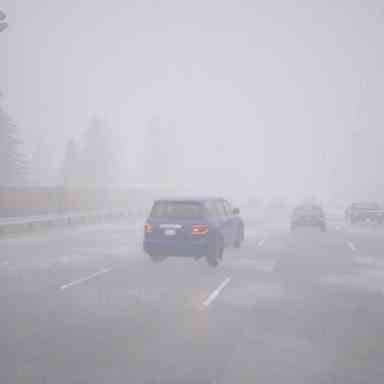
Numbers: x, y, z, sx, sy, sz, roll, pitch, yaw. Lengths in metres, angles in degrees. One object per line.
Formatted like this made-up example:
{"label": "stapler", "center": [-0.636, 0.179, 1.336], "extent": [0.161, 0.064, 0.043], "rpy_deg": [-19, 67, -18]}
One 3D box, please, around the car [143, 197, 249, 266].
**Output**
{"label": "car", "center": [0.309, 1.167, 11.679], "extent": [2.150, 2.045, 5.566], "rpy_deg": [0, 1, 20]}

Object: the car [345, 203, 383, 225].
{"label": "car", "center": [11.686, 1.418, 22.760], "extent": [1.895, 1.301, 4.718], "rpy_deg": [0, 0, 20]}

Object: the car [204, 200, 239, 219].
{"label": "car", "center": [2.599, 1.414, 28.553], "extent": [1.994, 1.385, 4.181], "rpy_deg": [0, 0, 20]}

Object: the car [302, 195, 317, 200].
{"label": "car", "center": [16.825, 1.145, 47.726], "extent": [1.882, 1.535, 5.008], "rpy_deg": [0, 0, 20]}

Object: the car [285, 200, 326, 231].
{"label": "car", "center": [6.903, 1.411, 19.747], "extent": [2.033, 1.411, 5.357], "rpy_deg": [0, 0, 20]}

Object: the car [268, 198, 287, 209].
{"label": "car", "center": [10.199, 1.350, 39.510], "extent": [1.895, 1.301, 4.718], "rpy_deg": [0, 0, 20]}

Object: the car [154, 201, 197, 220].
{"label": "car", "center": [-1.272, 1.479, 28.097], "extent": [1.895, 1.301, 4.718], "rpy_deg": [0, 0, 20]}

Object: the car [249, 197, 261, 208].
{"label": "car", "center": [7.621, 1.314, 42.714], "extent": [1.994, 1.385, 4.181], "rpy_deg": [0, 0, 20]}
